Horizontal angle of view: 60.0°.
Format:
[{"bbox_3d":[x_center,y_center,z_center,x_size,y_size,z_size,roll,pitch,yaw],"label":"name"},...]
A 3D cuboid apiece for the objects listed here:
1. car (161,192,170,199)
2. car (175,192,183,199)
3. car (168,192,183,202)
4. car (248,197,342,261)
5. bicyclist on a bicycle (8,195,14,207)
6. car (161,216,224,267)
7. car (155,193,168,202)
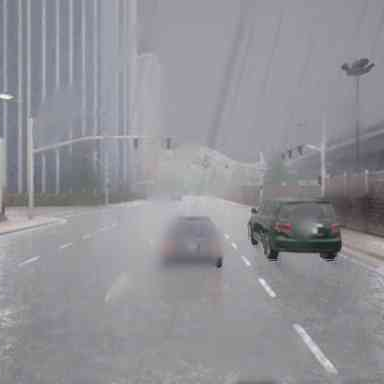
[{"bbox_3d":[-6.991,0.948,89.349,2.097,1.767,4.553,0,0,0],"label":"car"},{"bbox_3d":[-3.491,0.948,89.348,2.097,1.767,4.553,0,0,0],"label":"car"},{"bbox_3d":[-3.493,1.112,73.691,2.150,2.045,5.566,0,0,0],"label":"car"},{"bbox_3d":[3.530,1.203,12.373,2.150,2.045,5.566,0,0,1],"label":"car"},{"bbox_3d":[-25.299,1.285,46.529,0.582,1.620,1.656,0,0,0],"label":"bicyclist on a bicycle"},{"bbox_3d":[0.021,1.530,11.320,2.033,1.411,5.357,0,0,0],"label":"car"},{"bbox_3d":[-6.993,1.387,73.721,1.837,1.490,4.892,0,0,0],"label":"car"}]
